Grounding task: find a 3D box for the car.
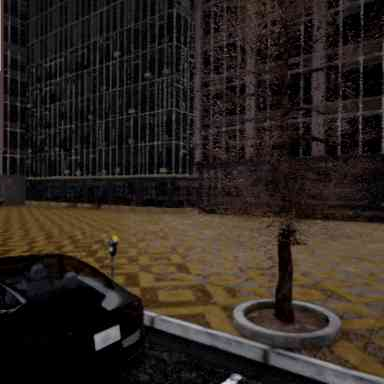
[{"bbox_3d":[-2.579,1.555,4.703,4.313,1.339,1.947,0,1,35],"label":"car"}]
